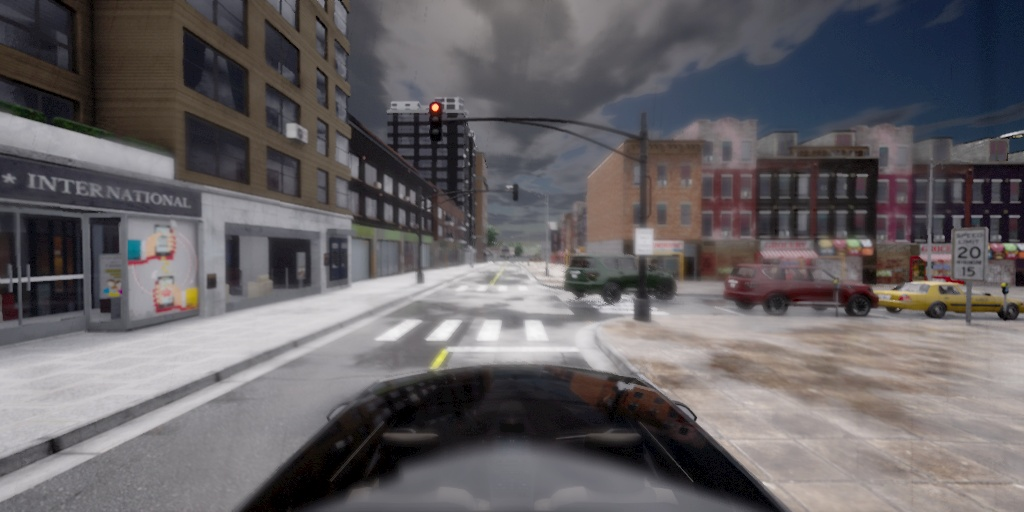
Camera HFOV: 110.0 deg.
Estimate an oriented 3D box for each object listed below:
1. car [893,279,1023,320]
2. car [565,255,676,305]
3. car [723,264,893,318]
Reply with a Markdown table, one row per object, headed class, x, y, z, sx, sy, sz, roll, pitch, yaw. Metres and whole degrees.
| class | x | y | z | sx | sy | sz | roll | pitch | yaw |
| --- | --- | --- | --- | --- | --- | --- | --- | --- | --- |
| car | 16.552 | 1.568 | 13.708 | 4.829 | 1.417 | 1.751 | 0 | 0 | 0 |
| car | 5.016 | 1.005 | 16.415 | 5.566 | 2.045 | 2.150 | 1 | -1 | -29 |
| car | 10.837 | 1.256 | 13.738 | 5.009 | 1.841 | 2.192 | 0 | 0 | 0 |
